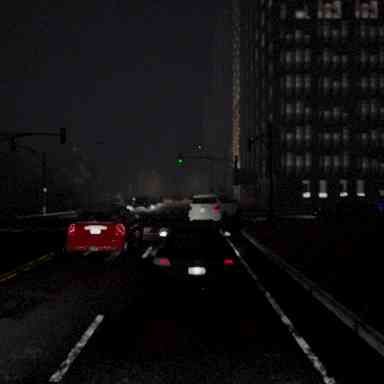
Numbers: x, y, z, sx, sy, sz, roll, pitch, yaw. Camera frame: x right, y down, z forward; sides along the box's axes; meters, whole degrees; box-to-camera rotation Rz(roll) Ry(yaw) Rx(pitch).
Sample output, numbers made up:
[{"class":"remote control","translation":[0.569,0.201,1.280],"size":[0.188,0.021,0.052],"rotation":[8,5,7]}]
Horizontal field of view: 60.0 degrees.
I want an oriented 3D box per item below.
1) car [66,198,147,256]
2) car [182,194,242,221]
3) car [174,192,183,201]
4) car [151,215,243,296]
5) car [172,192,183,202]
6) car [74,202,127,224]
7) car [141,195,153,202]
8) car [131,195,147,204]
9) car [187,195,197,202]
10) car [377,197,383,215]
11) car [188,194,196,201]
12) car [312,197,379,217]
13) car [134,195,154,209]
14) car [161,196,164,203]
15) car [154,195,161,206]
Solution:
[{"class":"car","translation":[-3.186,1.302,12.960],"size":[2.097,1.767,4.553],"rotation":[0,0,-1]},{"class":"car","translation":[1.654,1.134,22.608],"size":[2.150,2.045,5.566],"rotation":[-2,0,22]},{"class":"car","translation":[-3.270,1.060,83.027],"size":[2.150,2.045,5.566],"rotation":[0,0,0]},{"class":"car","translation":[0.097,1.528,8.623],"size":[1.994,1.385,4.181],"rotation":[0,0,0]},{"class":"car","translation":[-3.267,1.401,72.575],"size":[1.882,1.535,5.008],"rotation":[0,0,0]},{"class":"car","translation":[-7.044,1.524,25.240],"size":[1.895,1.301,4.718],"rotation":[0,0,-43]},{"class":"car","translation":[-9.767,1.396,71.809],"size":[1.882,1.535,5.008],"rotation":[0,0,0]},{"class":"car","translation":[-9.774,1.398,61.535],"size":[2.128,1.511,4.902],"rotation":[0,0,0]},{"class":"car","translation":[-0.017,1.463,72.575],"size":[2.033,1.411,5.357],"rotation":[0,0,0]},{"class":"car","translation":[16.313,1.234,23.713],"size":[4.829,1.417,1.752],"rotation":[0,-1,-1]},{"class":"car","translation":[-0.020,1.312,82.997],"size":[1.882,1.535,5.008],"rotation":[0,0,0]},{"class":"car","translation":[13.449,1.406,29.096],"size":[5.357,1.411,2.033],"rotation":[0,-1,-1]},{"class":"car","translation":[-6.597,1.405,44.141],"size":[1.837,1.490,4.892],"rotation":[0,0,0]},{"class":"car","translation":[-6.515,1.402,63.869],"size":[2.128,1.511,4.902],"rotation":[0,0,0]},{"class":"car","translation":[-6.577,1.500,53.398],"size":[1.895,1.301,4.718],"rotation":[0,0,1]}]
